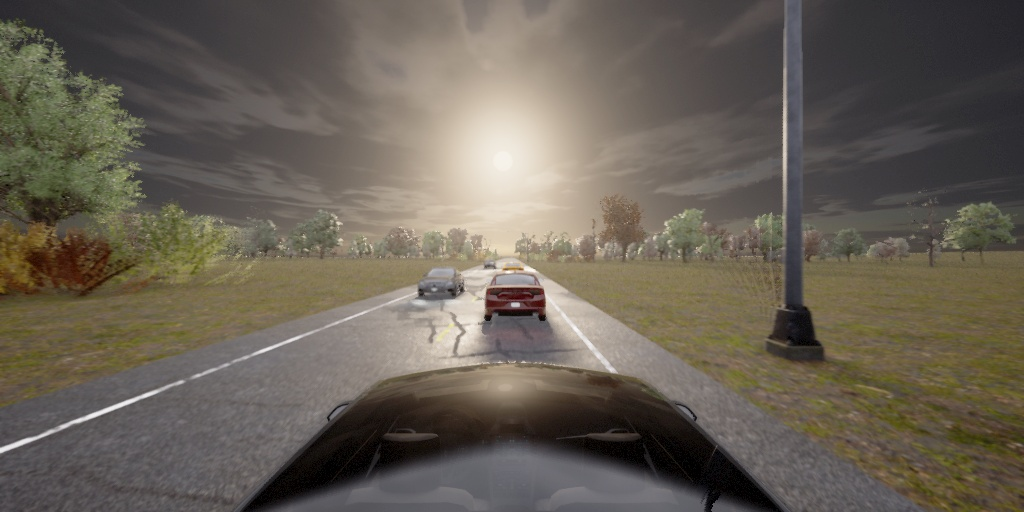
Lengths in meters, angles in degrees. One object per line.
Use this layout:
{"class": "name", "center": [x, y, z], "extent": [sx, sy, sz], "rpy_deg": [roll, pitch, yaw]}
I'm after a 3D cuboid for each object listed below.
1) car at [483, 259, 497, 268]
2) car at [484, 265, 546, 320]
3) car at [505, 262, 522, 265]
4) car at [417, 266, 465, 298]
{"class": "car", "center": [-3.544, 1.303, 58.132], "extent": [1.837, 1.490, 4.892], "rpy_deg": [0, 0, 1]}
{"class": "car", "center": [0.101, 1.238, 12.664], "extent": [1.882, 1.535, 5.008], "rpy_deg": [0, 0, 0]}
{"class": "car", "center": [0.103, 1.254, 31.053], "extent": [1.882, 1.535, 5.008], "rpy_deg": [0, 0, 0]}
{"class": "car", "center": [-3.598, 1.292, 18.942], "extent": [1.812, 1.442, 4.674], "rpy_deg": [0, 0, 0]}
